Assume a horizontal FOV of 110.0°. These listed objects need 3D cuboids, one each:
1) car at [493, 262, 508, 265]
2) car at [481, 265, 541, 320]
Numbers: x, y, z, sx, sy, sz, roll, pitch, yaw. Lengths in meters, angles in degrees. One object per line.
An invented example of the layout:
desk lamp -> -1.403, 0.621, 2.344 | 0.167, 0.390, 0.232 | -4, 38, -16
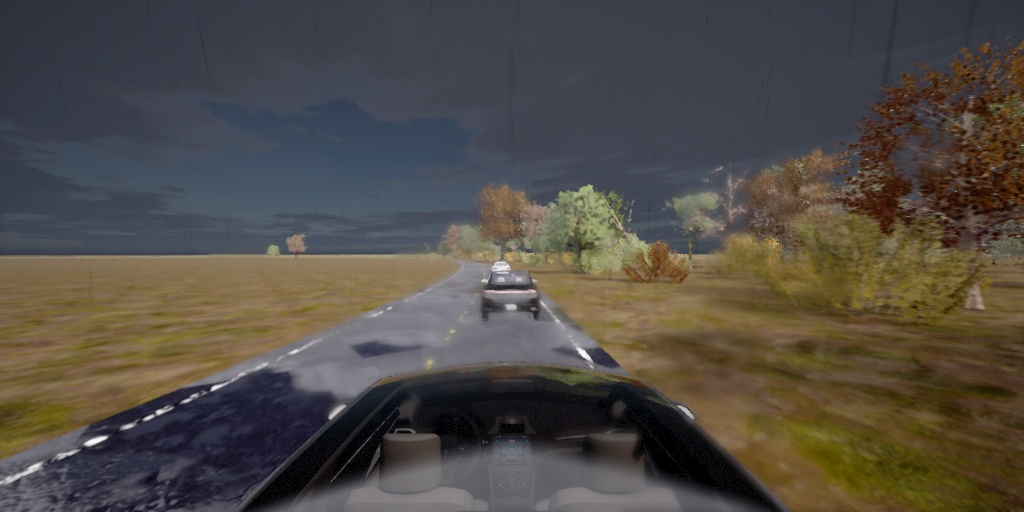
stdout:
car -> -1.080, 1.275, 34.510 | 1.812, 1.442, 4.674 | 0, 0, -4
car -> -0.067, 1.240, 12.584 | 2.128, 1.511, 4.902 | 0, 0, -1
